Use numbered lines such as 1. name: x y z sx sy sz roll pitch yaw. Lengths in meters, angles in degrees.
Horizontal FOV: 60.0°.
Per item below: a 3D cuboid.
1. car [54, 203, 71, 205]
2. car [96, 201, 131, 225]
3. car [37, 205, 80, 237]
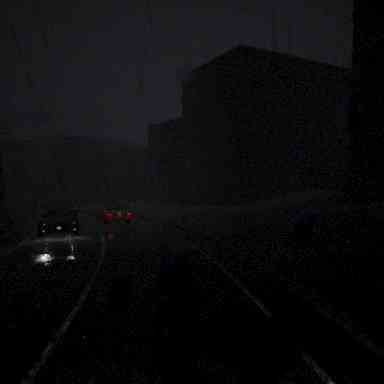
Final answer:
1. car: -15.360 1.980 39.210 2.033 1.411 5.357 -3 1 -41
2. car: -5.872 1.485 24.489 1.801 1.575 5.366 -2 0 -24
3. car: -7.331 1.622 18.429 1.994 1.385 4.181 -1 0 -21
